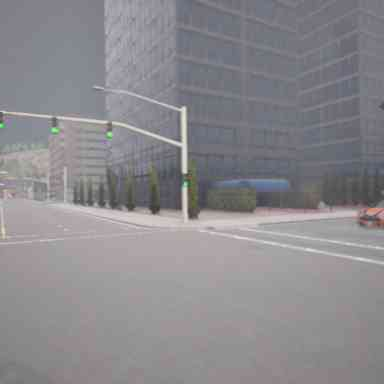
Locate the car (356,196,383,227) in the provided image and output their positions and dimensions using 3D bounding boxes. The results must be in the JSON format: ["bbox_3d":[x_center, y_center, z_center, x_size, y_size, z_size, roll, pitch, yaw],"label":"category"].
[{"bbox_3d":[12.114,1.208,20.262,4.553,1.767,2.097,-1,0,-30],"label":"car"}]
